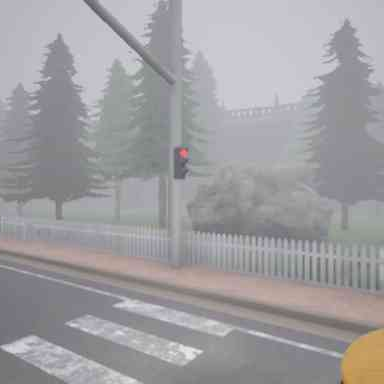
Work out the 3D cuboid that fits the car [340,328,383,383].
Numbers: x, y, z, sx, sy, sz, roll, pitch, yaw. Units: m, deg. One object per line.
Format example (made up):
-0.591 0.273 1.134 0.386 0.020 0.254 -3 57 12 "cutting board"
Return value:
3.400 1.478 1.567 5.008 1.535 1.882 0 0 35 "car"
